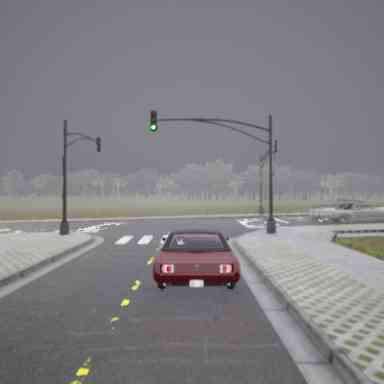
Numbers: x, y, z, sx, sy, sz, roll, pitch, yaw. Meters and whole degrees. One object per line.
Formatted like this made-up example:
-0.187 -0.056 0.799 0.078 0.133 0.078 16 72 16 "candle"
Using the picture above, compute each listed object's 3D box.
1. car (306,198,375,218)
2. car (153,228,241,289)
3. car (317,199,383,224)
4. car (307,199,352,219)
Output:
12.360 1.344 27.947 4.892 1.490 1.837 -2 -1 1 "car"
0.100 1.657 9.246 1.895 1.301 4.718 0 0 0 "car"
11.010 1.340 21.635 4.718 1.301 1.895 -2 -1 5 "car"
11.118 1.406 24.711 4.718 1.301 1.895 -2 -1 1 "car"
